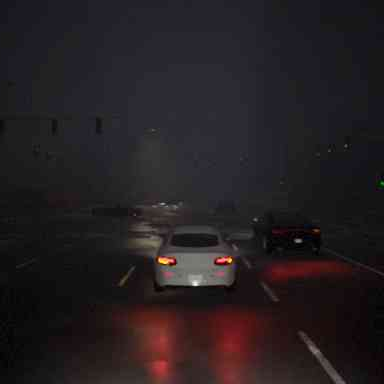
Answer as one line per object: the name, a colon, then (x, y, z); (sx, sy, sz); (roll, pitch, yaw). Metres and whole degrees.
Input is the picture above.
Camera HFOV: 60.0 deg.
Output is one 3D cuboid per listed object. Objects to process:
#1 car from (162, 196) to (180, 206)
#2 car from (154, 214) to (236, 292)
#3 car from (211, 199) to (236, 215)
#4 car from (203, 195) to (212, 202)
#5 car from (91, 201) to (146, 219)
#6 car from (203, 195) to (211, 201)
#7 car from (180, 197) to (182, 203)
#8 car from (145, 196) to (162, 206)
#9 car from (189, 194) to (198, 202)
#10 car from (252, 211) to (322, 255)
car: (-3.581, 1.572, 58.774); (1.882, 1.535, 5.008); (0, 0, 1)
car: (0.060, 1.540, 8.837); (1.812, 1.442, 4.674); (0, 0, 0)
car: (3.420, 1.534, 35.110); (1.882, 1.535, 5.008); (0, 0, 0)
car: (3.804, 1.602, 79.714); (1.882, 1.535, 5.008); (0, 0, 1)
car: (-6.740, 1.648, 29.508); (4.718, 1.301, 1.895); (0, 0, 34)
car: (3.966, 1.600, 89.944); (2.033, 1.411, 5.357); (0, 0, 1)
car: (-3.282, 1.618, 74.330); (1.837, 1.490, 4.892); (0, 0, 1)
car: (-7.079, 1.572, 58.797); (1.882, 1.535, 5.008); (0, 0, 1)
car: (0.305, 1.719, 79.799); (1.895, 1.301, 4.718); (0, 0, 1)
car: (3.643, 1.500, 13.552); (1.882, 1.535, 5.008); (0, -1, 2)
